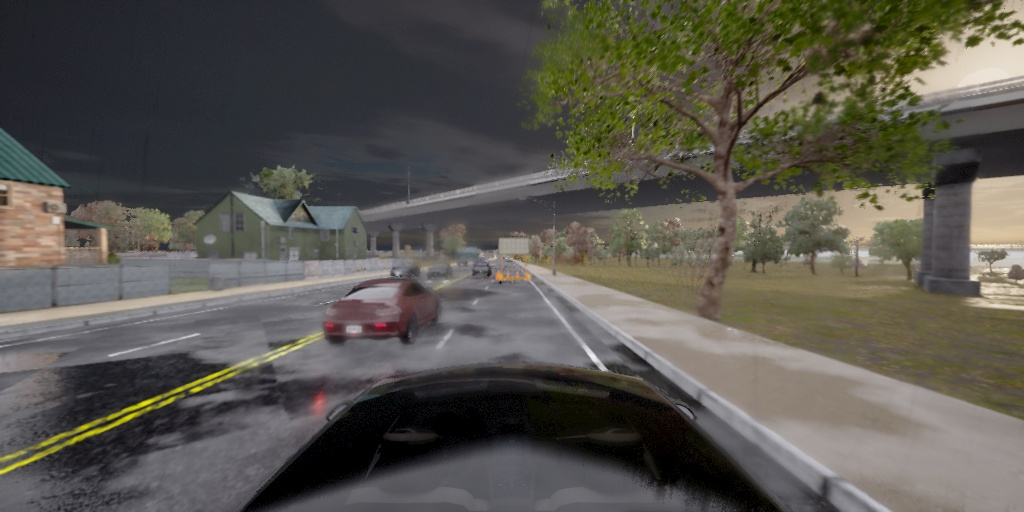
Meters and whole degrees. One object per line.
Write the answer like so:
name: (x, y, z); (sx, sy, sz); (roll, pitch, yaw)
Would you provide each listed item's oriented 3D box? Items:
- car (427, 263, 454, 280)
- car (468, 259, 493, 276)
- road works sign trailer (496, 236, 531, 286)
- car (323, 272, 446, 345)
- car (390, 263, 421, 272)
car: (-6.607, 1.386, 33.418); (1.837, 1.490, 4.892); (0, -1, 0)
car: (-3.189, 1.396, 39.177); (2.128, 1.511, 4.902); (0, 0, 0)
road works sign trailer: (0.134, 0.314, 26.624); (2.380, 3.560, 2.880); (0, 0, -3)
car: (-3.150, 1.306, 9.454); (1.812, 1.442, 4.674); (0, 0, 0)
car: (-9.855, 1.373, 33.441); (2.128, 1.511, 4.902); (0, 0, 0)
